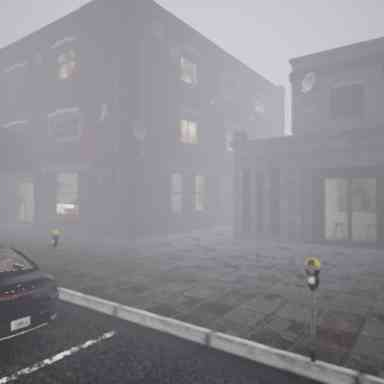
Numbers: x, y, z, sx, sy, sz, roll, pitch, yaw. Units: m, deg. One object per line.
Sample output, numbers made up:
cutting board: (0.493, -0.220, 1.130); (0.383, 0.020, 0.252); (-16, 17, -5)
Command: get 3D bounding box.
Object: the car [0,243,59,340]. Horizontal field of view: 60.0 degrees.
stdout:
car: (-4.108, 1.559, 5.805); (4.403, 1.369, 2.008); (0, 0, 35)
